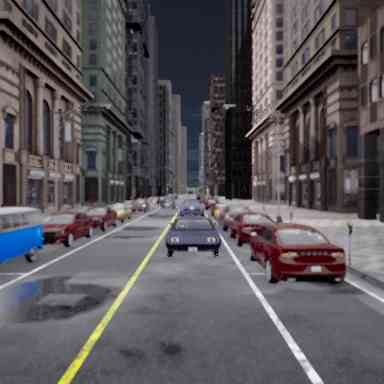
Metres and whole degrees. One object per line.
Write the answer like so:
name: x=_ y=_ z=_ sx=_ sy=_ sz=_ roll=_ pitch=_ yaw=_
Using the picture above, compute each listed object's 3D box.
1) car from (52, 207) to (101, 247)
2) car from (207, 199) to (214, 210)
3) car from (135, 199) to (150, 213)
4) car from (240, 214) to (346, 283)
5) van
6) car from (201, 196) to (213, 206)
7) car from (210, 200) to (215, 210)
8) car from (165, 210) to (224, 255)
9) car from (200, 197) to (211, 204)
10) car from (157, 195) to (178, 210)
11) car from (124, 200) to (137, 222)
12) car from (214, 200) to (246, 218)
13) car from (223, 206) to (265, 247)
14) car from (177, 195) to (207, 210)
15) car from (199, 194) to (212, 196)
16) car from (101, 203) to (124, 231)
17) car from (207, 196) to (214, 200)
car: x=-5.811 y=1.573 z=15.120 sx=1.887 sy=1.381 sz=4.507 roll=0 pitch=0 yaw=0
car: x=2.665 y=1.645 z=31.959 sx=1.802 sy=1.307 sz=4.206 roll=0 pitch=0 yaw=0
car: x=-5.877 y=1.512 z=37.529 sx=1.967 sy=1.590 sz=4.097 roll=0 pitch=0 yaw=0
car: x=2.731 y=1.564 z=9.551 sx=1.887 sy=1.381 sz=4.507 roll=0 pitch=0 yaw=0
van: x=-5.795 y=1.359 z=9.518 sx=1.690 sy=1.788 sz=3.998 roll=0 pitch=0 yaw=0
car: x=2.583 y=1.560 z=59.968 sx=1.967 sy=1.590 sz=4.097 roll=0 pitch=0 yaw=0
car: x=2.681 y=1.578 z=26.527 sx=1.752 sy=1.417 sz=4.829 roll=0 pitch=0 yaw=0
car: x=0.042 y=1.627 z=13.307 sx=1.895 sy=1.301 sz=4.718 roll=0 pitch=0 yaw=0
car: x=2.567 y=1.697 z=65.569 sx=1.947 sy=1.339 sz=4.313 roll=0 pitch=0 yaw=0
car: x=-3.220 y=1.580 z=45.507 sx=2.128 sy=1.511 sz=4.902 roll=0 pitch=0 yaw=0
car: x=-5.843 y=1.575 z=26.154 sx=1.752 sy=1.417 sz=4.829 roll=0 pitch=0 yaw=0
car: x=2.698 y=1.481 z=20.756 sx=1.967 sy=1.590 sz=4.097 roll=0 pitch=0 yaw=0
car: x=2.715 y=1.575 z=15.154 sx=1.887 sy=1.381 sz=4.507 roll=0 pitch=0 yaw=0
car: x=-0.003 y=1.410 z=29.709 sx=2.097 sy=1.767 sz=4.553 roll=0 pitch=0 yaw=0
car: x=2.598 y=1.423 z=54.367 sx=2.192 sy=1.841 sz=5.009 roll=0 pitch=0 yaw=0
car: x=-5.827 y=1.584 z=20.722 sx=1.887 sy=1.381 sz=4.507 roll=0 pitch=0 yaw=0
car: x=2.632 y=1.630 z=43.162 sx=1.887 sy=1.381 sz=4.507 roll=0 pitch=0 yaw=0
